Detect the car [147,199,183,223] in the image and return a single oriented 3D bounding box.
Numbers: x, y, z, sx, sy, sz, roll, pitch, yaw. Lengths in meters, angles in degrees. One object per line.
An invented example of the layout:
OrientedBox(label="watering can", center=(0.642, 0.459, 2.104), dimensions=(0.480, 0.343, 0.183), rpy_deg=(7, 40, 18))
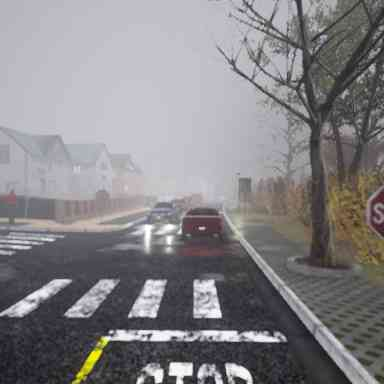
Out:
OrientedBox(label="car", center=(-2.071, 1.472, 24.985), dimensions=(1.812, 1.442, 4.674), rpy_deg=(0, 0, 5))

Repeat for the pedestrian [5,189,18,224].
OrientedBox(label="pedestrian", center=(-9.475, 0.720, 17.480), dimensions=(0.375, 1.860, 0.375), rpy_deg=(0, -3, 0))

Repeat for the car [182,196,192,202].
OrientedBox(label="car", center=(-1.408, 1.429, 34.313), dimensions=(1.882, 1.535, 5.008), rpy_deg=(0, 0, 4))

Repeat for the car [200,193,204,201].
OrientedBox(label="car", center=(0.681, 1.248, 55.632), dimensions=(2.150, 2.045, 5.566), rpy_deg=(0, -1, 7))

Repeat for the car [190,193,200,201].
OrientedBox(label="car", center=(-0.566, 1.331, 44.103), dimensions=(2.097, 1.767, 4.553), rpy_deg=(0, 0, 6))

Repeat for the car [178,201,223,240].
OrientedBox(label="car", center=(0.529, 1.434, 16.915), dimensions=(1.882, 1.535, 5.008), rpy_deg=(0, 0, 2))
